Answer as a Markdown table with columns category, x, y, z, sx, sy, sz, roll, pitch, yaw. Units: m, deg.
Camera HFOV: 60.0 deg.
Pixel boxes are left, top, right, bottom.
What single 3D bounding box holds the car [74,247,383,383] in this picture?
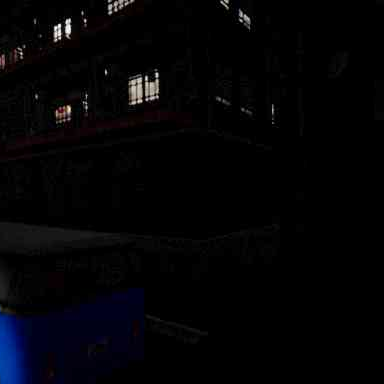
| category | x | y | z | sx | sy | sz | roll | pitch | yaw |
| --- | --- | --- | --- | --- | --- | --- | --- | --- | --- |
| car | 2.036 | 1.315 | 1.243 | 5.009 | 1.841 | 2.192 | 0 | -1 | 36 |

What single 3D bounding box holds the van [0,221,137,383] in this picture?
| category | x | y | z | sx | sy | sz | roll | pitch | yaw |
| --- | --- | --- | --- | --- | --- | --- | --- | --- | --- |
| van | -2.454 | 1.342 | 4.476 | 3.998 | 1.788 | 1.690 | 0 | -1 | 36 |
